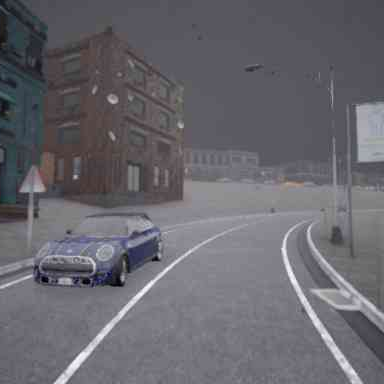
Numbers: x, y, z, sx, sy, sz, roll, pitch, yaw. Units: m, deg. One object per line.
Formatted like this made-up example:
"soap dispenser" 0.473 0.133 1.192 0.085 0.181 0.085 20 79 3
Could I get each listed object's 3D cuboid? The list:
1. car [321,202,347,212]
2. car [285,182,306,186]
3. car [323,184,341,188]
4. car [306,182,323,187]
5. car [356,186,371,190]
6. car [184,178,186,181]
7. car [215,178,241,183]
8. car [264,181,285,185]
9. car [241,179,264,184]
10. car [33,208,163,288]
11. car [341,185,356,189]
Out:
"car" 19.860 2.101 46.653 4.181 1.385 1.994 1 -4 -38
"car" 22.525 -1.561 75.572 5.008 1.535 2.097 2 -5 -22
"car" 32.762 -1.114 80.219 4.792 1.488 2.163 2 -5 -25
"car" 27.578 -1.486 77.805 4.553 1.767 2.185 2 -5 -24
"car" 42.520 -0.704 85.149 4.892 1.521 2.231 3 -5 -27
"car" -3.209 -2.482 65.764 4.553 1.767 2.185 2 -5 -20
"car" 7.059 -2.082 69.524 4.892 1.521 2.231 2 -5 -20
"car" 17.402 -1.713 73.444 4.674 1.452 2.002 2 -5 -21
"car" 12.236 -1.930 71.433 4.892 1.521 2.231 2 -5 -20
"car" -2.373 1.399 9.568 2.097 1.767 4.553 0 0 12
"car" 37.711 -0.888 82.652 4.674 1.452 2.002 3 -5 -26
